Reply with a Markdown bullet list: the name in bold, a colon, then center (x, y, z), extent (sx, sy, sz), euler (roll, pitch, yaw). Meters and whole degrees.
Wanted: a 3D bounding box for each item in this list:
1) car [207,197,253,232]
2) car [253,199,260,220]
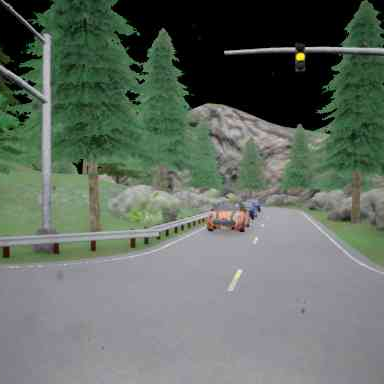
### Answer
- **car**: center (2.310, 1.383, 20.322), extent (2.097, 1.767, 4.553), euler (0, 0, 15)
- **car**: center (4.653, 1.522, 29.154), extent (1.882, 1.535, 5.008), euler (0, 0, 15)
